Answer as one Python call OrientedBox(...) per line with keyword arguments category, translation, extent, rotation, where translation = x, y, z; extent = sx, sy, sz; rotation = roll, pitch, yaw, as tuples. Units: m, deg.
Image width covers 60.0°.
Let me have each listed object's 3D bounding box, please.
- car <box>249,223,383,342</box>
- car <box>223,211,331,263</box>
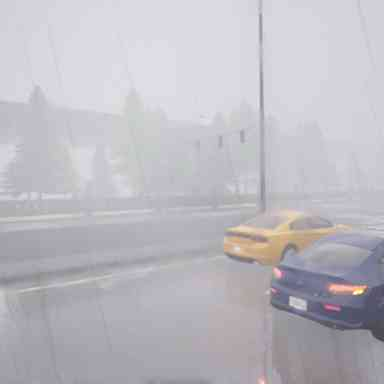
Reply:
OrientedBox(category="car", translation=(3.449, 1.439, 6.254), extent=(4.674, 1.442, 1.812), rotation=(-1, 1, -35))
OrientedBox(category="car", translation=(3.254, 1.346, 10.403), extent=(5.008, 1.535, 1.882), rotation=(-1, 1, -35))
